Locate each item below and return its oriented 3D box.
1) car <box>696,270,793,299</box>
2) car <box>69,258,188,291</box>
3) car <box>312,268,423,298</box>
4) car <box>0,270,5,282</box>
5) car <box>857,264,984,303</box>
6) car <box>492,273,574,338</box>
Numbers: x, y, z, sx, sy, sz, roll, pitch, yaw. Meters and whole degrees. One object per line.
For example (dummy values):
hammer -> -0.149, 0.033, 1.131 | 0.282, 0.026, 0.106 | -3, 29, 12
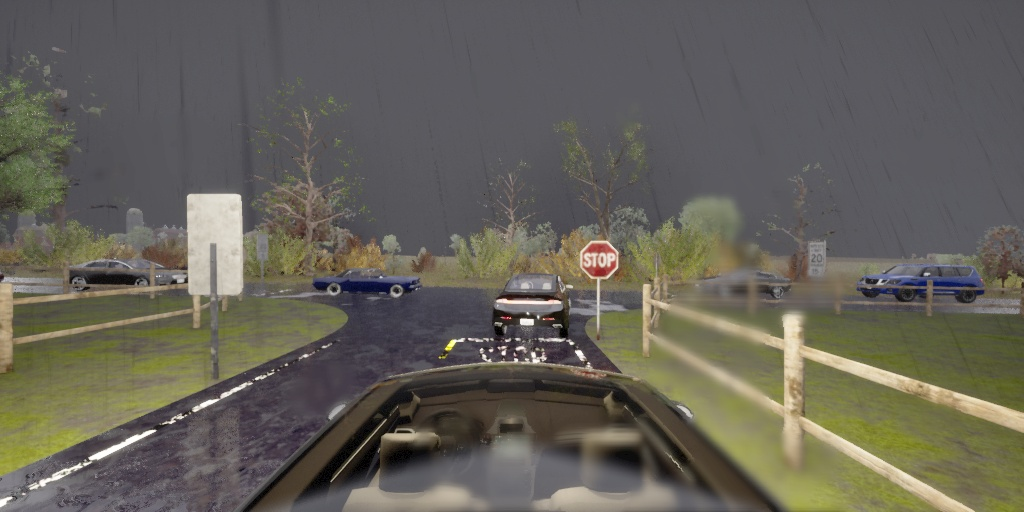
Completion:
car -> 13.018, 1.525, 20.233 | 4.902, 1.511, 2.128 | 1, 1, 0
car -> -18.478, 0.885, 17.350 | 4.902, 1.511, 2.128 | 1, 1, 0
car -> -6.810, 1.249, 17.323 | 4.718, 1.301, 1.895 | 1, 1, 0
car -> -27.781, 0.718, 17.365 | 4.674, 1.442, 1.812 | 1, 1, 0
car -> 22.914, 1.466, 20.214 | 5.566, 2.045, 2.150 | 1, 1, 0
car -> 0.713, 1.240, 10.285 | 2.128, 1.511, 4.902 | 0, 0, 9
